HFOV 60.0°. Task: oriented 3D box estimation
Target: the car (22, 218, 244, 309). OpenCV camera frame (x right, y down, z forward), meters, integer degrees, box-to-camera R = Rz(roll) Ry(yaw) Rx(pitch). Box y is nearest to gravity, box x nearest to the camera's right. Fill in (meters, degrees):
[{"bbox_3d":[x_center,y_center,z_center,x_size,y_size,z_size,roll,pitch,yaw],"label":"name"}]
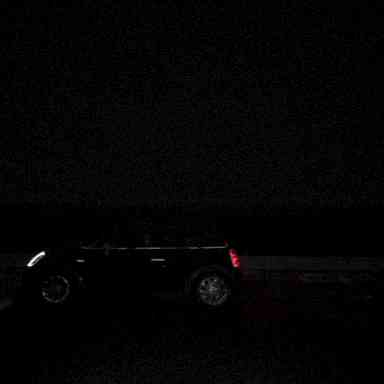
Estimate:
[{"bbox_3d":[-1.211,1.364,7.384,4.553,1.767,2.097,1,0,-1],"label":"car"}]
